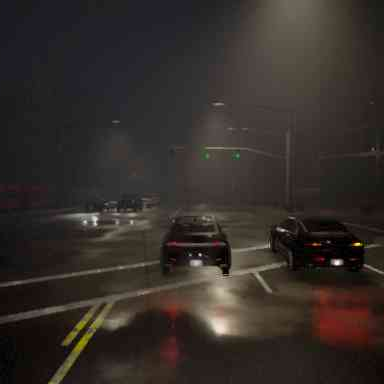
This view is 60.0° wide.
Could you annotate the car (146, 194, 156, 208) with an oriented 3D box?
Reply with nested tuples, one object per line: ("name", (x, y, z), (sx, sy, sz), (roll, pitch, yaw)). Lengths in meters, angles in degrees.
("car", (-7.045, 1.243, 47.939), (2.150, 2.045, 5.566), (0, -1, 1))

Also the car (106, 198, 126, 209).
("car", (-10.555, 1.535, 46.511), (1.812, 1.442, 4.674), (0, 0, 0))

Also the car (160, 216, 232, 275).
("car", (0.102, 1.480, 10.391), (2.128, 1.511, 4.902), (0, 0, 0))

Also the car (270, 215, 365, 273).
("car", (3.748, 1.493, 10.697), (1.837, 1.490, 4.892), (0, 0, 3))

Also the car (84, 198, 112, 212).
("car", (-10.563, 1.441, 37.248), (2.128, 1.511, 4.902), (0, 0, 0))

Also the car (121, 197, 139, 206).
("car", (-10.518, 1.594, 56.915), (2.128, 1.511, 4.902), (0, -1, 1))

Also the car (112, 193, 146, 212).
("car", (-7.050, 1.177, 37.905), (2.150, 2.045, 5.566), (0, 0, 1))

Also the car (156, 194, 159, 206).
("car", (-7.004, 1.337, 58.374), (2.150, 2.045, 5.566), (0, -1, 0))
